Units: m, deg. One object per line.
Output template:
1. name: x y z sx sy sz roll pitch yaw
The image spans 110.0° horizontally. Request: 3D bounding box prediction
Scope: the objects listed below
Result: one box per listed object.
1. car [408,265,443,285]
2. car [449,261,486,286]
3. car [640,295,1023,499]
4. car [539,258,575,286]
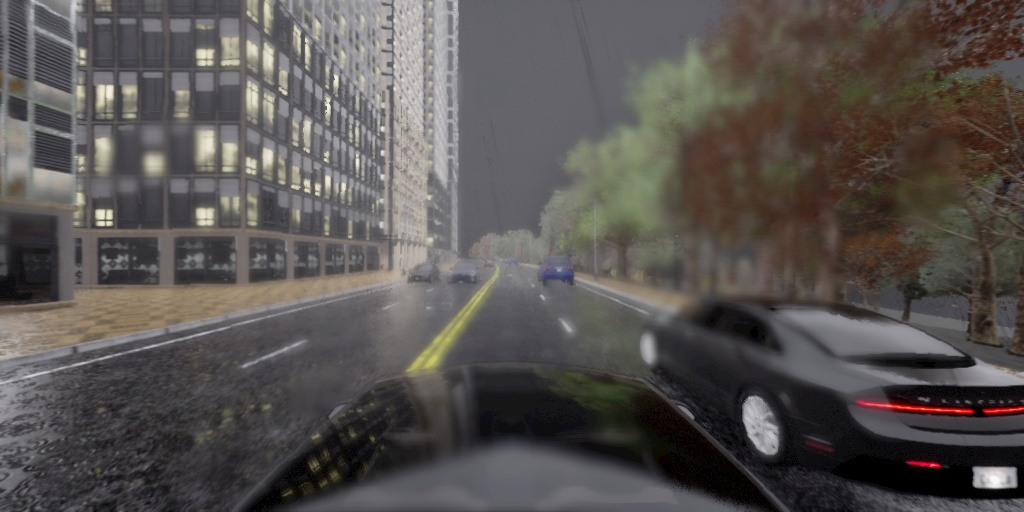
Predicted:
1. car: -6.608 1.429 27.880 1.837 1.490 4.892 0 0 0
2. car: -3.358 1.269 26.738 2.097 1.767 4.553 0 0 0
3. car: 3.334 1.278 4.893 1.837 1.490 4.892 0 0 0
4. car: 3.345 1.140 27.039 2.150 2.045 5.566 0 0 0
